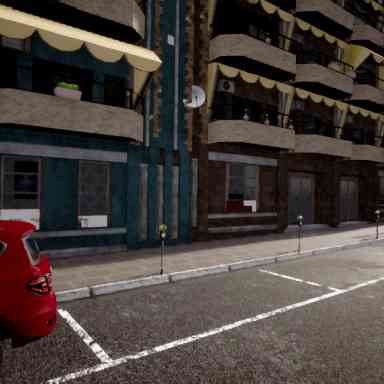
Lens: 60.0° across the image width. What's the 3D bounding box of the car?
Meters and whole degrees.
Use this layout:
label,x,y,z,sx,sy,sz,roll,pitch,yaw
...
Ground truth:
label,x,y,z,sx,sy,sz,roll,pitch,yaw
car,-4.122,1.315,3.595,5.009,1.841,2.192,0,1,-36
